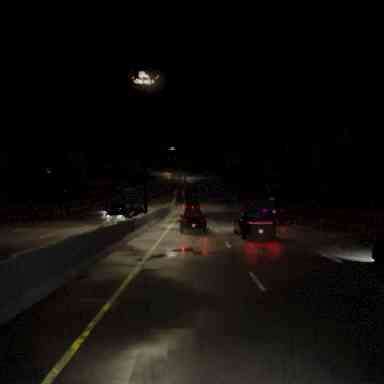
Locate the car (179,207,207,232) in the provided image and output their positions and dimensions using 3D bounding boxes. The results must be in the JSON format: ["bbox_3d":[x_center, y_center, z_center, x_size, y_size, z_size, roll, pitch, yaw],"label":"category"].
[{"bbox_3d":[0.098,2.008,23.506,1.812,1.442,4.674,0,-1,0],"label":"car"}]

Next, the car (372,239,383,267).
[{"bbox_3d":[7.099,1.729,9.617,1.994,1.385,4.181,0,-1,0],"label":"car"}]

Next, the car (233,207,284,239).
[{"bbox_3d":[3.599,1.890,19.793,2.128,1.511,4.902,0,-1,0],"label":"car"}]

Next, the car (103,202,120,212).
[{"bbox_3d":[-14.026,2.520,58.103,1.812,1.442,4.674,0,1,1],"label":"car"}]

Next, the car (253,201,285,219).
[{"bbox_3d":[7.098,1.880,31.352,2.150,2.045,5.566,0,-1,0],"label":"car"}]

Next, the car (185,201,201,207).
[{"bbox_3d":[0.098,2.262,48.795,2.150,2.045,5.566,0,-1,0],"label":"car"}]

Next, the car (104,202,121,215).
[{"bbox_3d":[-10.553,2.361,47.090,2.097,1.767,4.553,0,-1,0],"label":"car"}]

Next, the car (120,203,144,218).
[{"bbox_3d":[-7.063,2.379,41.487,2.128,1.511,4.902,0,-1,0],"label":"car"}]
